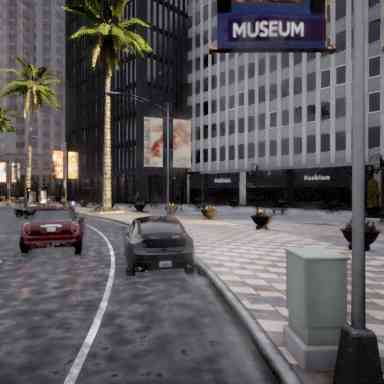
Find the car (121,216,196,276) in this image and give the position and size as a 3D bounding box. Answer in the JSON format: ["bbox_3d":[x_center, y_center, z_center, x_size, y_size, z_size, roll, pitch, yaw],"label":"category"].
[{"bbox_3d":[-1.179,1.503,10.450,1.837,1.490,4.892,0,0,-13],"label":"car"}]

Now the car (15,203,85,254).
[{"bbox_3d":[-5.591,1.346,13.752,2.097,1.767,4.553,0,0,-17],"label":"car"}]
